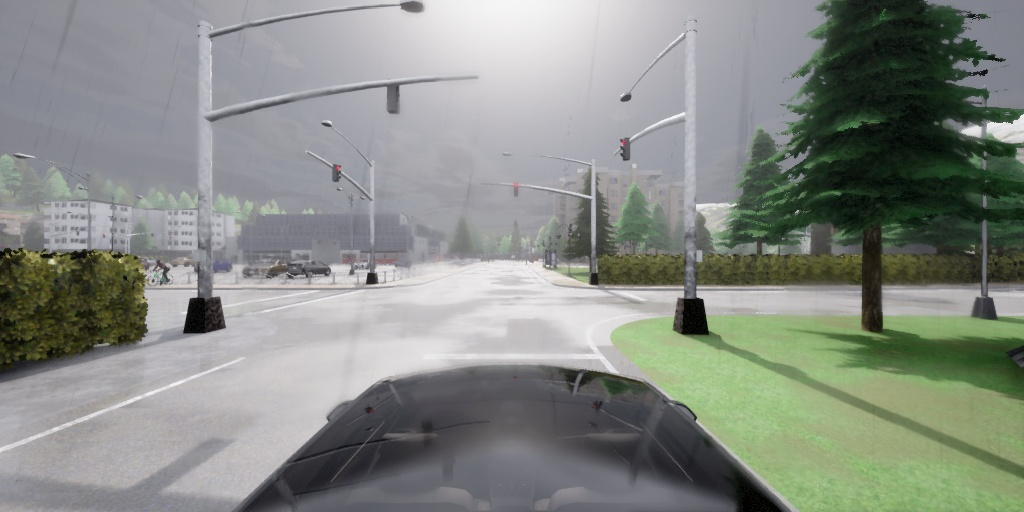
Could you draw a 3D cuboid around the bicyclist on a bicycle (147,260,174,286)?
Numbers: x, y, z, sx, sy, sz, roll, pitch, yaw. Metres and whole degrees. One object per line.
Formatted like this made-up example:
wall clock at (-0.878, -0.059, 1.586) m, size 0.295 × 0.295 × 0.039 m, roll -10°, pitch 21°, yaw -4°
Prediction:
bicyclist on a bicycle at (-21.761, 1.051, 22.213) m, size 0.582 × 1.620 × 1.656 m, roll 0°, pitch 0°, yaw 1°
